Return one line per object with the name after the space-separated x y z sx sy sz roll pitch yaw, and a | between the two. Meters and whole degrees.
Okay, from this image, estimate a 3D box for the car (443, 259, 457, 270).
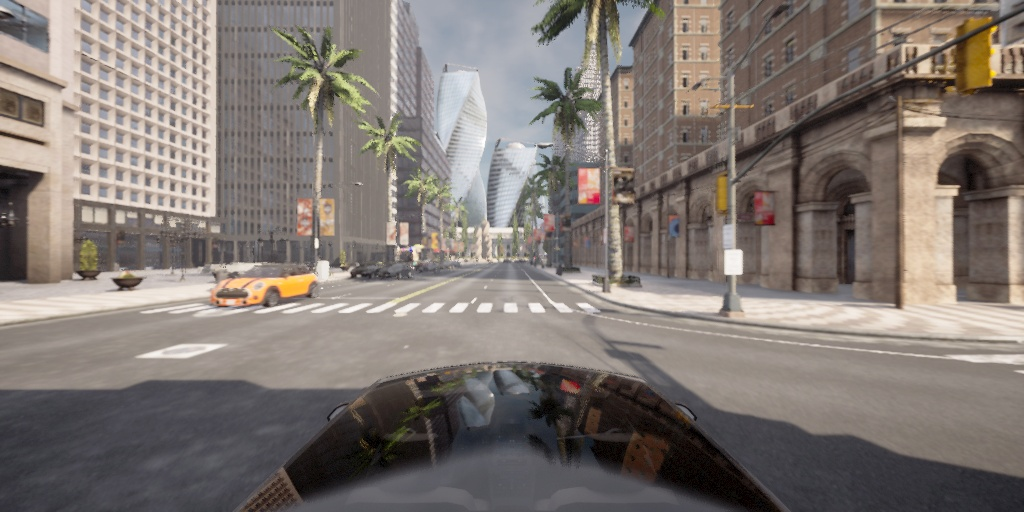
-10.552 1.470 57.834 1.837 1.490 4.892 0 0 -1 | car

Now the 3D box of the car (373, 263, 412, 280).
-10.589 1.372 32.738 1.837 1.490 4.892 0 0 0 | car

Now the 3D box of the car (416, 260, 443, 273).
-10.501 1.482 45.670 1.994 1.385 4.181 0 0 0 | car

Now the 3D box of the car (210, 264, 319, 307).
-10.503 1.154 15.628 2.097 1.767 4.553 0 0 0 | car
